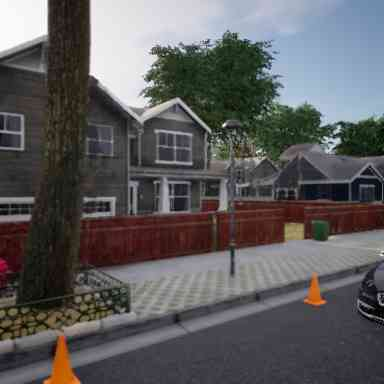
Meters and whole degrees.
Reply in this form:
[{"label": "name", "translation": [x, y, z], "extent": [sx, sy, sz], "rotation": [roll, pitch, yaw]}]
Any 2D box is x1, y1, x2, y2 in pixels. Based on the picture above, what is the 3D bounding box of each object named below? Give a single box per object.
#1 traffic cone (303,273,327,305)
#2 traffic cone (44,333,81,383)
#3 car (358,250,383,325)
[{"label": "traffic cone", "translation": [2.528, 1.963, 6.838], "extent": [0.340, 0.580, 0.340], "rotation": [0, 0, -36]}, {"label": "traffic cone", "translation": [-1.526, 1.964, 3.912], "extent": [0.340, 0.580, 0.340], "rotation": [0, 0, -36]}, {"label": "car", "translation": [4.996, 1.507, 6.200], "extent": [4.892, 1.490, 1.837], "rotation": [0, 0, -36]}]
